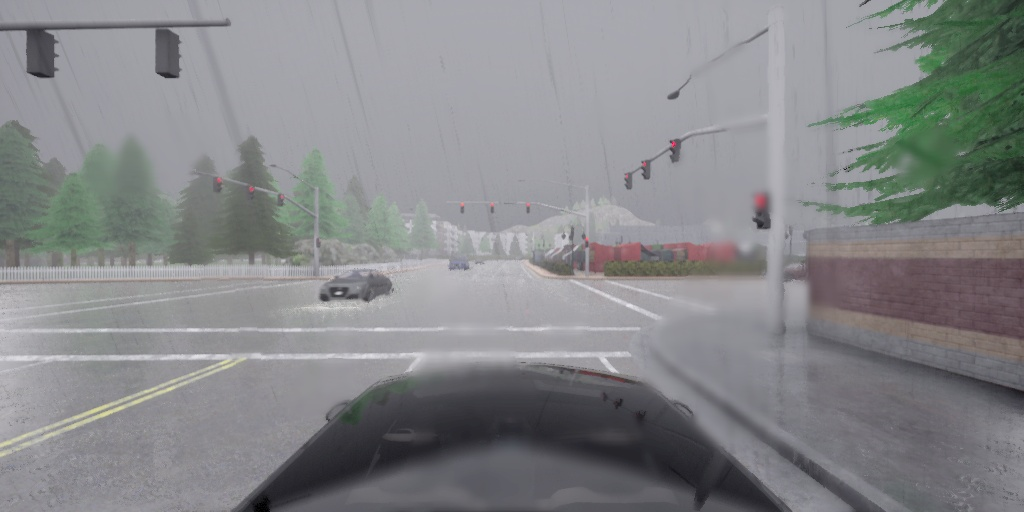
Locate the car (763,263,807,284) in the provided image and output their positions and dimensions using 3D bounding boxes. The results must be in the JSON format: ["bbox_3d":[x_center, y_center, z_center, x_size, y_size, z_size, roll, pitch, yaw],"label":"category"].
[{"bbox_3d":[20.614,1.193,25.590,4.674,1.442,1.812,0,0,0],"label":"car"}]

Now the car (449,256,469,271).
[{"bbox_3d":[-7.005,1.034,47.983,2.150,2.045,5.566,0,1,0],"label":"car"}]

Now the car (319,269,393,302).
[{"bbox_3d":[-7.001,1.308,16.476,1.994,1.385,4.181,0,0,0],"label":"car"}]
